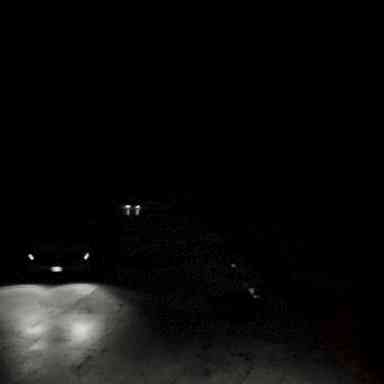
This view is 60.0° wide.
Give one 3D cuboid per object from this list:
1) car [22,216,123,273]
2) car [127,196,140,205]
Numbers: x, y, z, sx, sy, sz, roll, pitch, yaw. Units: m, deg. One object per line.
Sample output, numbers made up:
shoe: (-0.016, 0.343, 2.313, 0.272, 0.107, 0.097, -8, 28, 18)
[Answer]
car: (-3.460, 1.505, 10.830, 2.033, 1.411, 5.357, 0, 0, -3)
car: (-9.428, 1.340, 53.438, 1.812, 1.442, 4.674, 0, 0, -10)
